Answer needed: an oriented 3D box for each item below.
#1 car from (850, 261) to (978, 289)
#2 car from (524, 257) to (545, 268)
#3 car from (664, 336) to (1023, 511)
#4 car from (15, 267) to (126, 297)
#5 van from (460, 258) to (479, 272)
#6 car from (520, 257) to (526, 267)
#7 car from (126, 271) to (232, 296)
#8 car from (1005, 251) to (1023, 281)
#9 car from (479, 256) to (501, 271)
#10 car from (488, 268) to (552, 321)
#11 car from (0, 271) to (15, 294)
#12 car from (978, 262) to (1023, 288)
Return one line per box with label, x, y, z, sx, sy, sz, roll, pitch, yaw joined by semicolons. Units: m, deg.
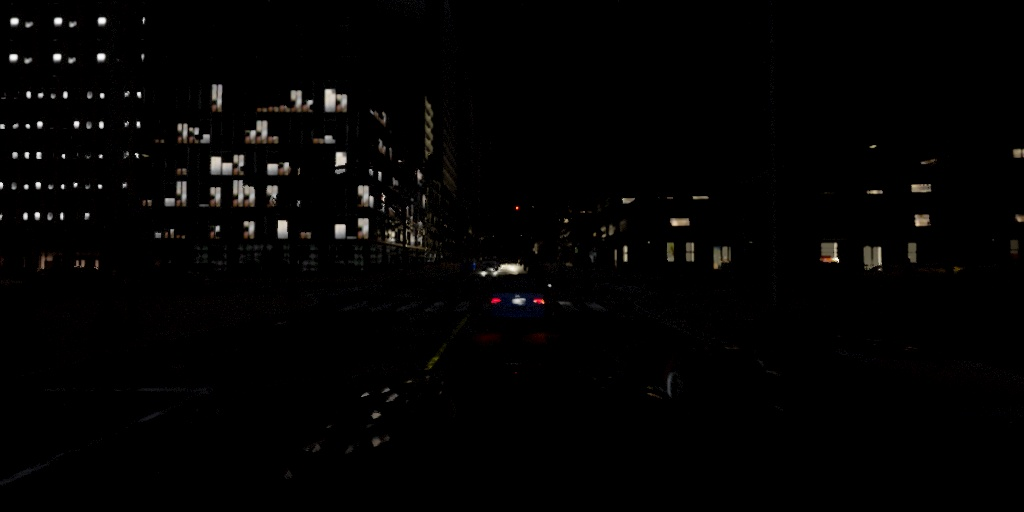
car;20.692;1.026;18.768;4.829;1.417;1.751;0;0;1
car;2.696;1.266;40.974;1.967;1.591;4.097;0;0;0
car;2.816;1.335;3.011;1.802;1.307;4.207;0;0;0
car;-23.100;1.359;19.192;4.097;1.591;1.967;0;0;1
van;-5.685;1.178;46.610;1.690;1.789;3.998;0;0;0
car;2.697;1.162;52.322;2.192;1.841;5.009;0;0;0
car;-17.417;1.446;19.136;4.207;1.307;1.802;0;0;1
car;37.872;0.671;24.396;5.566;2.045;2.150;-1;-1;1
car;-3.081;1.066;50.800;2.150;2.045;5.566;0;0;0
car;0.382;1.320;12.535;2.033;1.411;5.357;0;0;5
car;-28.613;1.499;19.245;4.829;1.417;1.751;0;0;1
car;26.055;0.999;18.716;4.403;1.370;2.007;0;0;1
